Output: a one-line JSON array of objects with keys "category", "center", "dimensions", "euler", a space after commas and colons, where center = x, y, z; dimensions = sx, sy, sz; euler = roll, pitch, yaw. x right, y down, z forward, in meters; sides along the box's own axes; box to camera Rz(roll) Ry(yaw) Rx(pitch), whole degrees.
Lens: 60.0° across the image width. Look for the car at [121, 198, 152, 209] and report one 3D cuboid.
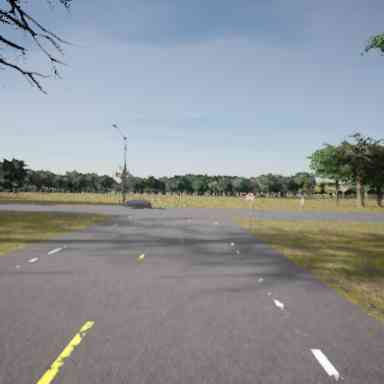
[{"category": "car", "center": [-7.405, 1.487, 44.681], "dimensions": [4.181, 1.385, 1.994], "euler": [1, 1, 0]}]
